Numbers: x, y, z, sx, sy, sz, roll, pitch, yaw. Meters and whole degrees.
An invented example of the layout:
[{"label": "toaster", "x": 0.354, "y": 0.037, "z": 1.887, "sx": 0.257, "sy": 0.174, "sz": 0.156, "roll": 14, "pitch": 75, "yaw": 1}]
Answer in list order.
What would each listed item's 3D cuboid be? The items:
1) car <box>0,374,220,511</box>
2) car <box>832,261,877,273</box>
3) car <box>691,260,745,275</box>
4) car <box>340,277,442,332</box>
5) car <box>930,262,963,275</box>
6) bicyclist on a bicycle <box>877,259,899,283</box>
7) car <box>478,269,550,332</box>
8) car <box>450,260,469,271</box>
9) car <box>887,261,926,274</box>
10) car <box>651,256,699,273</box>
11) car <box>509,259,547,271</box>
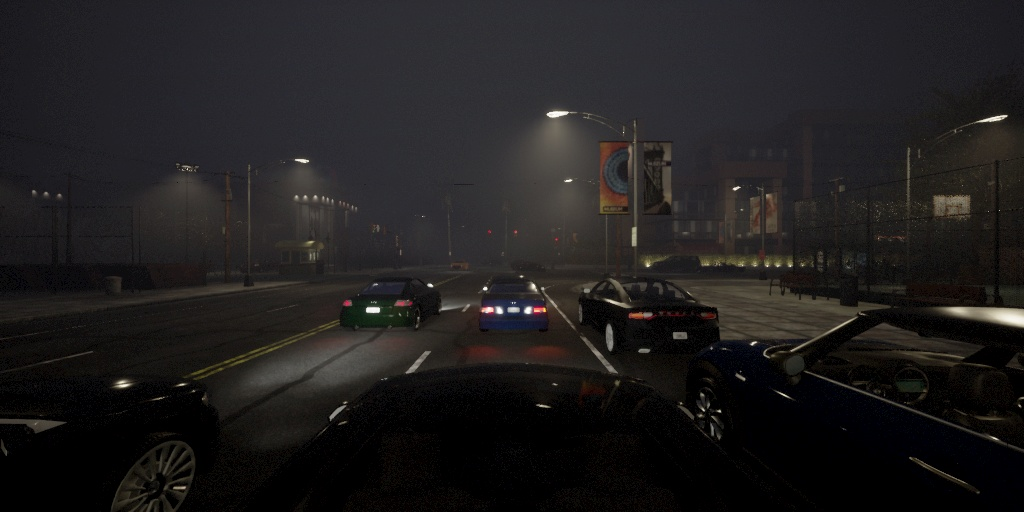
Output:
[{"label": "car", "x": -3.400, "y": 1.242, "z": 1.057, "sx": 2.128, "sy": 1.511, "sz": 4.902, "roll": 0, "pitch": 0, "yaw": 0}, {"label": "car", "x": 41.312, "y": 1.256, "z": 43.044, "sx": 4.892, "sy": 1.490, "sz": 1.837, "roll": 0, "pitch": 0, "yaw": 0}, {"label": "car", "x": 22.774, "y": 1.351, "z": 39.429, "sx": 4.718, "sy": 1.301, "sz": 1.895, "roll": 0, "pitch": 0, "yaw": -1}, {"label": "car", "x": -3.444, "y": 1.314, "z": 10.930, "sx": 1.994, "sy": 1.385, "sz": 4.181, "roll": 0, "pitch": 0, "yaw": 0}, {"label": "car", "x": 45.154, "y": 1.314, "z": 36.046, "sx": 4.181, "sy": 1.385, "sz": 1.994, "roll": 0, "pitch": 0, "yaw": -1}, {"label": "bicyclist on a bicycle", "x": 26.060, "y": 1.051, "z": 24.979, "sx": 0.582, "sy": 1.620, "sz": 1.656, "roll": 0, "pitch": 0, "yaw": -1}, {"label": "car", "x": 0.055, "y": 1.297, "z": 10.827, "sx": 2.033, "sy": 1.411, "sz": 5.357, "roll": 0, "pitch": 0, "yaw": 0}, {"label": "car", "x": -7.036, "y": 1.228, "z": 48.290, "sx": 1.882, "sy": 1.535, "sz": 5.008, "roll": 0, "pitch": 0, "yaw": 1}, {"label": "car", "x": 44.631, "y": 1.297, "z": 39.546, "sx": 5.357, "sy": 1.411, "sz": 2.033, "roll": 0, "pitch": 0, "yaw": 0}, {"label": "car", "x": 19.701, "y": 0.970, "z": 42.910, "sx": 5.566, "sy": 2.045, "sz": 2.150, "roll": 0, "pitch": 0, "yaw": -1}, {"label": "car", "x": 2.155, "y": 1.314, "z": 43.764, "sx": 4.181, "sy": 1.385, "sz": 1.994, "roll": 0, "pitch": 0, "yaw": 41}]
